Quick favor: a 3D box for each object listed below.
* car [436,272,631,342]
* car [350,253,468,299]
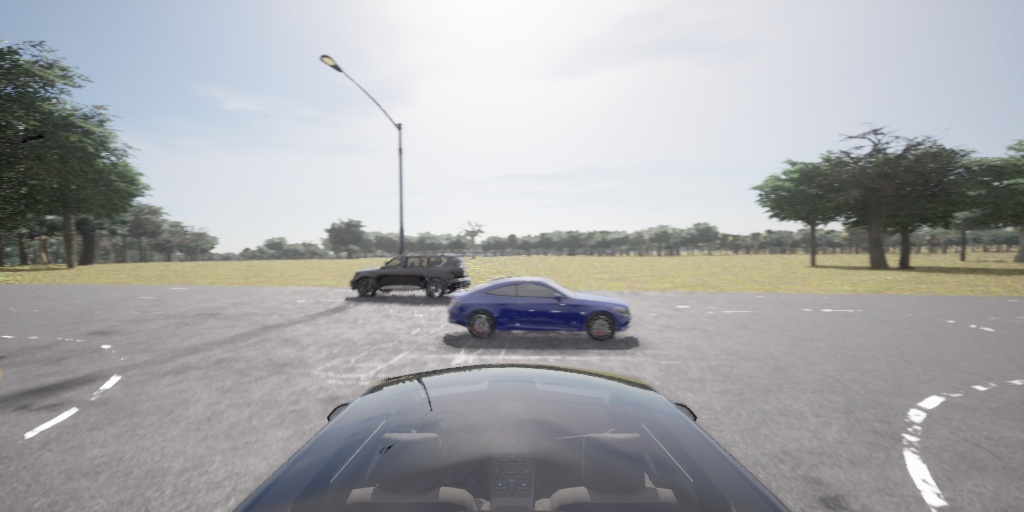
[{"bbox_3d":[0.648,1.275,9.362,4.674,1.442,1.812,-1,1,8],"label":"car"},{"bbox_3d":[-4.809,0.910,17.209,5.566,2.045,2.150,0,1,8],"label":"car"}]
